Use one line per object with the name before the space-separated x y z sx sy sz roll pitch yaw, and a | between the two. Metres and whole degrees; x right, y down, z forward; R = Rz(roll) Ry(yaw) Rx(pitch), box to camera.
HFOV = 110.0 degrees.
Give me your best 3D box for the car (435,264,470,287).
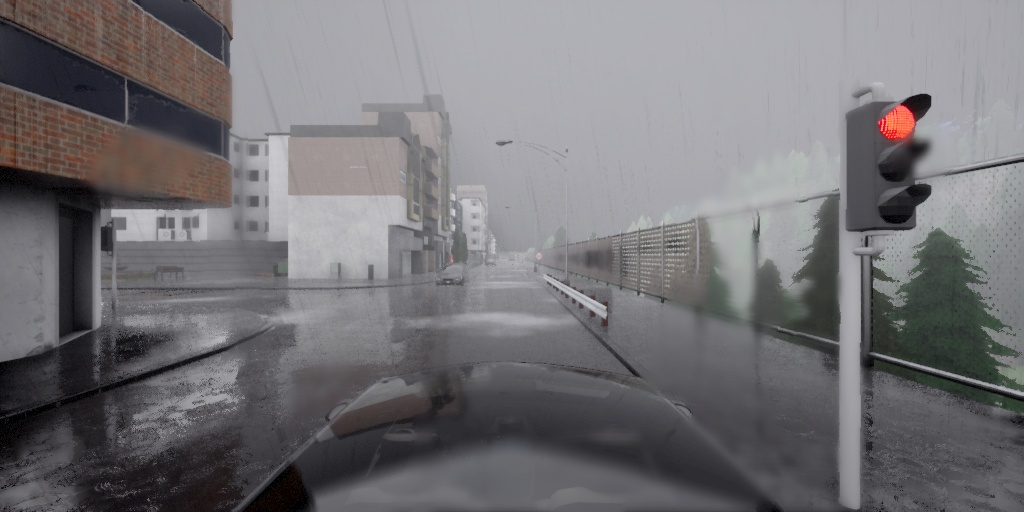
car | -4.007 1.321 24.813 1.837 1.490 4.892 0 1 0
